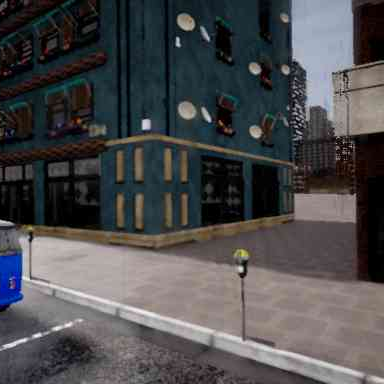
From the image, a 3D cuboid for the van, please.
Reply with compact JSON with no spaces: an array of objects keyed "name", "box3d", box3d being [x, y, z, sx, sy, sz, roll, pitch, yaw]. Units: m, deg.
[{"name":"van","box3d":[-4.926,1.338,6.404,3.998,1.788,1.690,0,-1,36]}]
